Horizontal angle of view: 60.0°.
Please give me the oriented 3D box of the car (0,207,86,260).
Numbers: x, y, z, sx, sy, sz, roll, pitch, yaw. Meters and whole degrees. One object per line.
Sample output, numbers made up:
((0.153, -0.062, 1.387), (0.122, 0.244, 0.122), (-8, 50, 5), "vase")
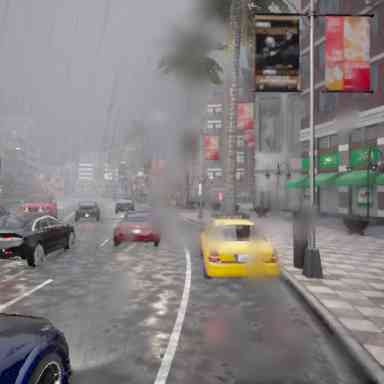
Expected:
((-5.503, 1.489, 11.275), (2.128, 1.511, 4.902), (0, 0, -2), "car")

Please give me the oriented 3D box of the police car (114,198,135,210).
((-7.172, 1.421, 35.145), (1.930, 1.638, 5.238), (0, 0, -16), "police car")

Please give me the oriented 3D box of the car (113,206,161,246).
((-2.443, 1.562, 15.472), (1.994, 1.385, 4.181), (0, 0, -5), "car")

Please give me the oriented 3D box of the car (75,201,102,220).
((-8.670, 1.503, 27.834), (1.837, 1.490, 4.892), (0, 1, -15), "car")

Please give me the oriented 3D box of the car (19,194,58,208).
((-11.685, 1.205, 25.545), (2.150, 2.045, 5.566), (0, 0, -16), "car")

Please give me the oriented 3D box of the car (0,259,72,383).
((-2.555, 1.562, 2.080), (1.994, 1.385, 4.181), (0, 0, 9), "car")

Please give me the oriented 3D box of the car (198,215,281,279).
((1.182, 1.456, 10.005), (1.801, 1.575, 5.366), (0, 0, 0), "car")

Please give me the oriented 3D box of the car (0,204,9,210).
((-15.116, 1.564, 24.834), (2.033, 1.411, 5.357), (0, 0, -16), "car")
